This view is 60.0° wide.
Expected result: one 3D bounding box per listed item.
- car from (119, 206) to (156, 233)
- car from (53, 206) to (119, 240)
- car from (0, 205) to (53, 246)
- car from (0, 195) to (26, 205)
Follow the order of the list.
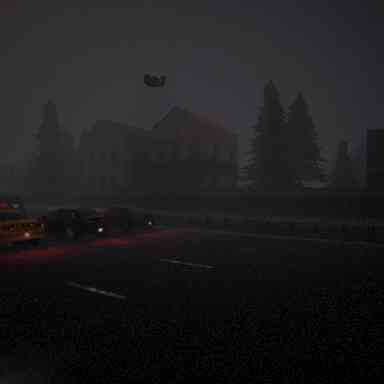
[{"bbox_3d":[-4.204,1.534,19.765,4.674,1.442,1.812,0,0,36],"label":"car"},{"bbox_3d":[-6.236,1.517,16.916,4.892,1.490,1.837,0,0,36],"label":"car"},{"bbox_3d":[-8.269,1.485,14.066,5.008,1.535,1.882,0,0,36],"label":"car"},{"bbox_3d":[-16.440,1.259,28.493,5.566,2.045,2.150,0,0,36],"label":"car"}]
